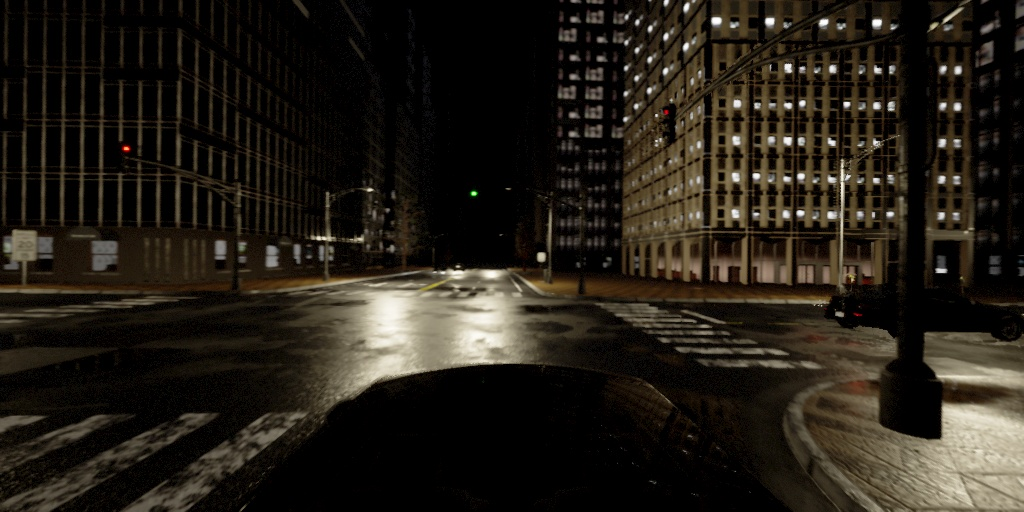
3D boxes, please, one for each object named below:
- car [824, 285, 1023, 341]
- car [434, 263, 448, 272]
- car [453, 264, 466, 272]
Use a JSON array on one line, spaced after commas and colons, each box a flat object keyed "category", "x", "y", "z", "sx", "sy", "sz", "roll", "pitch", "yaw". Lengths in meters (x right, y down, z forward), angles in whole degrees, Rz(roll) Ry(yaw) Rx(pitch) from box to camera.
[{"category": "car", "x": 12.043, "y": 1.591, "z": 10.661, "sx": 4.674, "sy": 1.442, "sz": 1.812, "roll": 1, "pitch": 0, "yaw": 0}, {"category": "car", "x": -12.426, "y": 1.996, "z": 62.760, "sx": 1.812, "sy": 1.442, "sz": 4.674, "roll": 1, "pitch": -1, "yaw": -2}, {"category": "car", "x": -9.180, "y": 2.057, "z": 62.897, "sx": 2.033, "sy": 1.411, "sz": 5.357, "roll": 1, "pitch": -1, "yaw": -2}]
